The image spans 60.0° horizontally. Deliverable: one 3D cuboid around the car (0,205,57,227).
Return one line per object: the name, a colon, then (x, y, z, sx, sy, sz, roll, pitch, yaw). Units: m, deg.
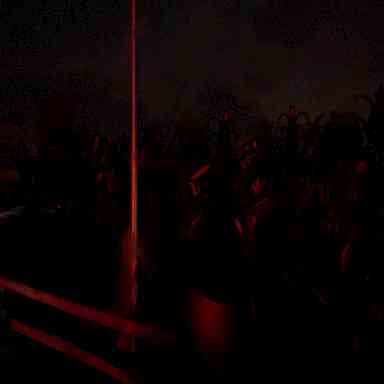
car: (-12.242, 1.687, 24.324, 1.812, 1.442, 4.674, 0, 0, 35)
